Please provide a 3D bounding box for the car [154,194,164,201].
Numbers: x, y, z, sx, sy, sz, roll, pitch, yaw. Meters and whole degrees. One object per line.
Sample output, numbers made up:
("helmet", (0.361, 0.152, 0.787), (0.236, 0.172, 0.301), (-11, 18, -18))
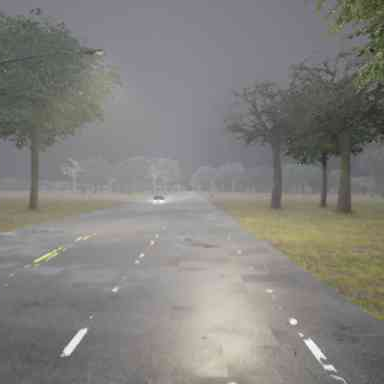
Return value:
("car", (-7.002, 1.142, 70.340), (1.895, 1.301, 4.718), (0, 1, 0))
